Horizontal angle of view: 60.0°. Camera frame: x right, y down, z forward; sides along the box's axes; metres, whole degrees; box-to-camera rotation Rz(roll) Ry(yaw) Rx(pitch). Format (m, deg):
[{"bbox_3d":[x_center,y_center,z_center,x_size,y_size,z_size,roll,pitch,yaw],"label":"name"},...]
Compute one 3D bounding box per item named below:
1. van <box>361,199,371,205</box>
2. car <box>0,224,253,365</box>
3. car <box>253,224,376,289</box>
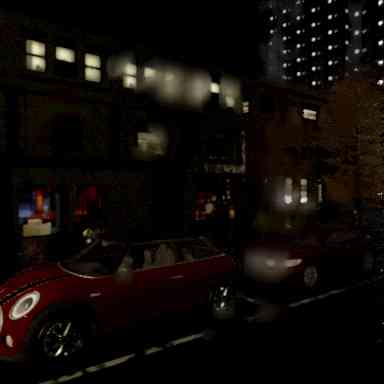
[{"bbox_3d":[26.496,1.078,48.162,1.690,1.788,3.998,-1,0,-35],"label":"van"},{"bbox_3d":[-1.168,1.429,5.734,4.097,1.590,1.967,0,0,-36],"label":"car"},{"bbox_3d":[3.329,1.542,8.944,4.206,1.307,1.802,0,0,-36],"label":"car"}]
